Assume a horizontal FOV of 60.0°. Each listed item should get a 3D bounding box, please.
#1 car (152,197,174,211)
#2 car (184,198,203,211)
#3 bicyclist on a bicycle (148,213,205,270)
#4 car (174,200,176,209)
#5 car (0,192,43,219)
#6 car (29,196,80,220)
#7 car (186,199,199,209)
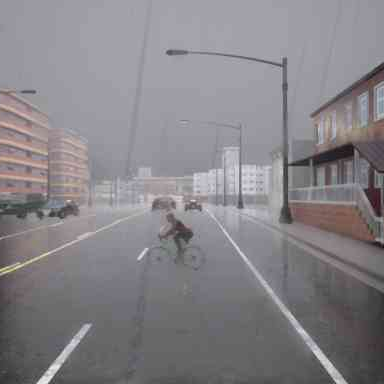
[{"bbox_3d":[-3.431,1.400,38.379,1.882,1.535,5.008,0,-1,1],"label":"car"},{"bbox_3d":[0.132,1.440,37.900,1.812,1.442,4.674,0,-1,0],"label":"car"},{"bbox_3d":[-0.451,1.431,9.480,1.656,1.620,0.582,0,0,0],"label":"bicyclist on a bicycle"},{"bbox_3d":[-3.420,1.539,48.752,2.097,1.767,4.553,0,-2,1],"label":"car"},{"bbox_3d":[-13.982,1.047,27.263,2.150,2.045,5.566,0,0,0],"label":"car"},{"bbox_3d":[-10.489,1.315,26.407,2.128,1.511,4.902,0,0,0],"label":"car"},{"bbox_3d":[0.070,1.690,48.068,1.812,1.442,4.674,0,-2,1],"label":"car"}]
